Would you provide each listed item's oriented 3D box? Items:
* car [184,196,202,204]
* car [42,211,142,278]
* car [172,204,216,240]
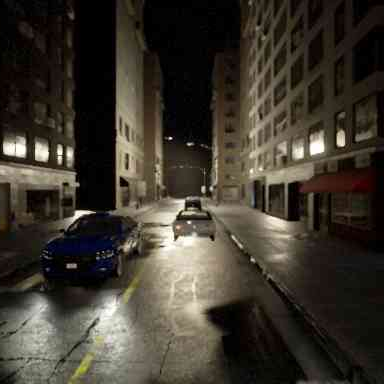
[{"bbox_3d":[0.100,1.228,37.253,2.128,1.511,4.902,0,0,0],"label":"car"},{"bbox_3d":[-2.749,1.402,10.101,1.882,1.535,5.008,0,0,0],"label":"car"},{"bbox_3d":[0.096,1.481,16.142,1.895,1.301,4.718,0,0,0],"label":"car"}]
